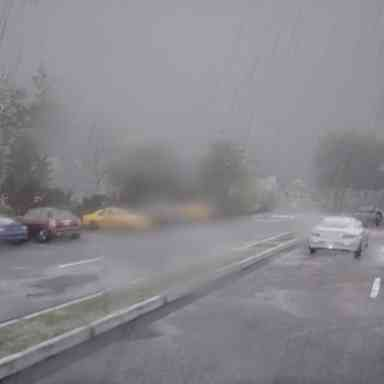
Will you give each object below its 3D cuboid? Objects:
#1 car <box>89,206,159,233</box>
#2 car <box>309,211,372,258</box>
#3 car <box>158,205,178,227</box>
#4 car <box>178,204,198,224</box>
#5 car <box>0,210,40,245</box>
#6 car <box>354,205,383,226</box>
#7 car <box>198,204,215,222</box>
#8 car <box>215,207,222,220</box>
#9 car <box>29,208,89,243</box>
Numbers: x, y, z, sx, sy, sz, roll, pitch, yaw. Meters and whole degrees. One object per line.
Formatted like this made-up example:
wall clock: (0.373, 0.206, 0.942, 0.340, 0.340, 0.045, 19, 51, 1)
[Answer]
car: (-5.120, 1.820, 22.670, 5.366, 1.575, 1.946, 0, -1, 32)
car: (6.219, 1.735, 13.905, 1.812, 1.442, 4.674, 0, -1, 32)
car: (-3.843, 1.883, 25.126, 4.792, 1.488, 2.163, 0, -1, 32)
car: (-2.368, 1.878, 27.448, 4.892, 1.521, 2.231, 0, -1, 32)
car: (-9.647, 1.757, 15.753, 4.674, 1.452, 2.002, 0, -1, 32)
car: (13.835, 1.786, 26.144, 2.128, 1.511, 4.902, 0, 0, 33)
car: (-0.902, 1.899, 29.778, 5.008, 1.535, 2.097, 0, -1, 32)
car: (0.556, 1.920, 32.116, 4.892, 1.521, 2.231, 0, -1, 32)
car: (-8.162, 1.633, 18.083, 4.553, 1.767, 2.185, 0, -1, 32)
